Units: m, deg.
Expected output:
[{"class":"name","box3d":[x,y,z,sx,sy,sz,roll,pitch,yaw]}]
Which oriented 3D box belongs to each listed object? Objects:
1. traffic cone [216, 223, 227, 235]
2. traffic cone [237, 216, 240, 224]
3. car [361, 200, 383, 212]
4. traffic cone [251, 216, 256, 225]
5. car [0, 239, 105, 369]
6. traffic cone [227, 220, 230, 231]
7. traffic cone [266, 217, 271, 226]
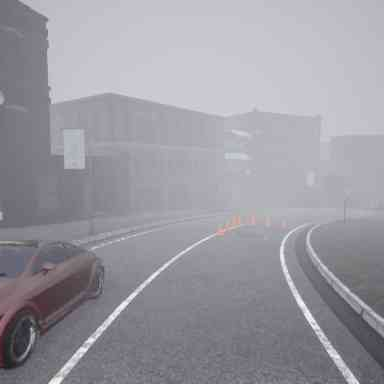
[{"class":"traffic cone","box3d":[1.464,1.926,17.327,0.340,0.580,0.340,2,0,17]},{"class":"traffic cone","box3d":[2.664,1.925,21.142,0.340,0.580,0.340,2,1,17]},{"class":"car","box3d":[26.227,1.903,47.095,4.553,1.767,2.097,2,3,-25]},{"class":"traffic cone","box3d":[4.209,1.958,22.744,0.340,0.580,0.340,2,1,17]},{"class":"car","box3d":[-3.025,1.535,5.625,1.994,1.385,4.181,0,0,6]},{"class":"traffic cone","box3d":[2.064,1.926,19.234,0.340,0.580,0.340,2,1,18]},{"class":"traffic cone","box3d":[5.163,1.994,22.449,0.340,0.580,0.340,2,1,17]}]
